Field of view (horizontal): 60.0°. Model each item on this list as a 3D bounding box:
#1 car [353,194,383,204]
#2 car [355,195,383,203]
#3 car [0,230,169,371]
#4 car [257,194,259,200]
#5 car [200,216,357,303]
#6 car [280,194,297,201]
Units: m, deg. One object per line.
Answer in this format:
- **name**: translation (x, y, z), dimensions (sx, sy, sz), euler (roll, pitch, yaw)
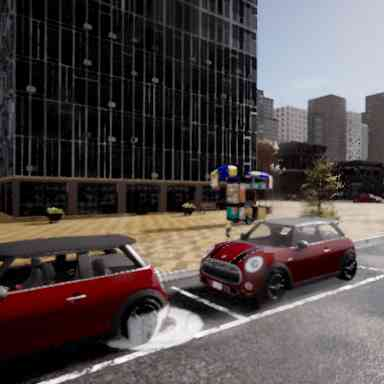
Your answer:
- **car**: translation (27.269, 1.075, 51.423), dimensions (1.967, 1.590, 4.097), euler (0, 0, -35)
- **car**: translation (31.852, 1.290, 59.976), dimensions (1.802, 1.307, 4.206), euler (0, 0, -35)
- **car**: translation (-2.447, 1.435, 4.766), dimensions (4.097, 1.590, 1.967), euler (-1, 1, -35)
- **car**: translation (15.296, 1.281, 83.647), dimensions (1.967, 1.590, 4.097), euler (0, 0, -35)
- **car**: translation (2.153, 1.393, 8.040), dimensions (4.097, 1.590, 1.967), euler (-1, 1, -35)
- **car**: translation (21.659, 1.229, 74.552), dimensions (1.967, 1.590, 4.097), euler (0, 0, -35)
